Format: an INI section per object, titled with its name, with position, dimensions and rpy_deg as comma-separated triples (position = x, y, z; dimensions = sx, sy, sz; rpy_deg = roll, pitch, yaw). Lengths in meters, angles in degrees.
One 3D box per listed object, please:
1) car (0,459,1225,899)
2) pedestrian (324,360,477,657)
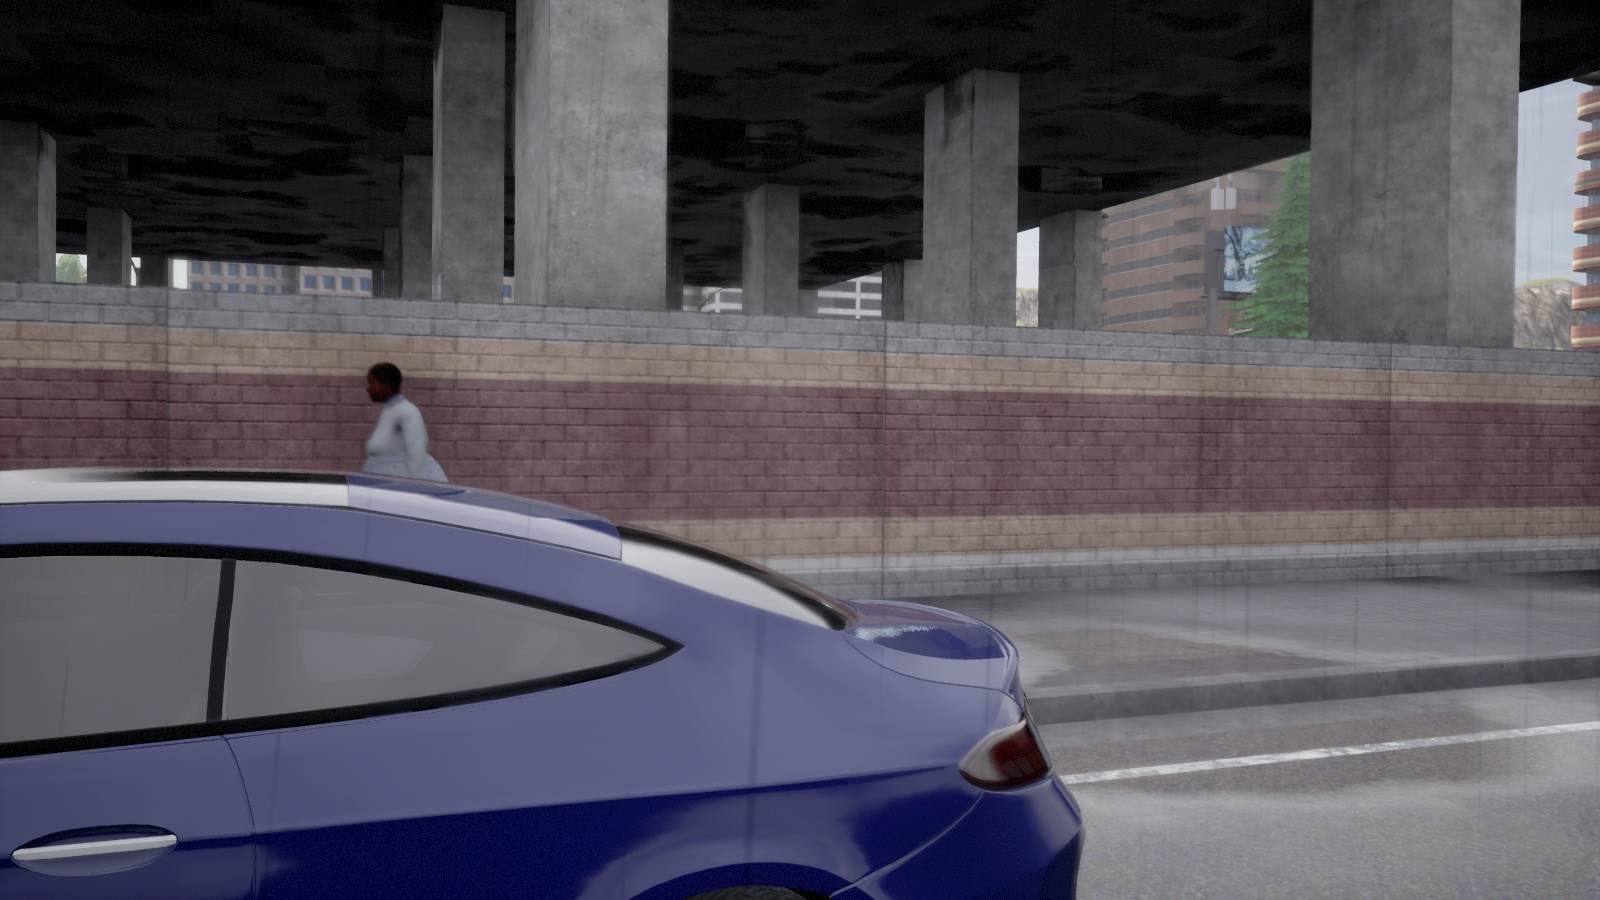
[car]
position = -1.621, 0.799, 2.622
dimensions = 4.674, 1.442, 1.812
rpy_deg = -1, 1, -21
[pedestrian]
position = -2.685, 0.354, 8.411
dimensions = 0.900, 1.855, 0.874
rpy_deg = -1, 1, -20
